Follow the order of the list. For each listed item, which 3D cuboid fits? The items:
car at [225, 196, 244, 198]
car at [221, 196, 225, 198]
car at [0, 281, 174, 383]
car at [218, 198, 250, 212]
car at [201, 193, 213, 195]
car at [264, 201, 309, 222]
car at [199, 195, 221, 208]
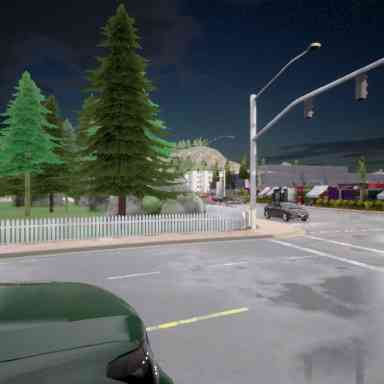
[{"bbox_3d":[8.616,1.547,62.284,2.128,1.511,4.902,0,0,-16],"label":"car"},{"bbox_3d":[5.989,1.559,71.147,1.837,1.490,4.892,0,0,-16],"label":"car"},{"bbox_3d":[-2.779,1.221,1.653,5.566,2.045,2.150,0,0,-36],"label":"car"},{"bbox_3d":[4.893,1.656,36.943,1.895,1.301,4.718,0,0,-16],"label":"car"},{"bbox_3d":[2.844,1.277,69.594,2.150,2.045,5.566,0,0,-17],"label":"car"},{"bbox_3d":[7.671,1.560,27.462,1.837,1.490,4.892,0,0,-16],"label":"car"},{"bbox_3d":[1.963,1.559,46.964,1.837,1.490,4.892,0,0,-16],"label":"car"}]
